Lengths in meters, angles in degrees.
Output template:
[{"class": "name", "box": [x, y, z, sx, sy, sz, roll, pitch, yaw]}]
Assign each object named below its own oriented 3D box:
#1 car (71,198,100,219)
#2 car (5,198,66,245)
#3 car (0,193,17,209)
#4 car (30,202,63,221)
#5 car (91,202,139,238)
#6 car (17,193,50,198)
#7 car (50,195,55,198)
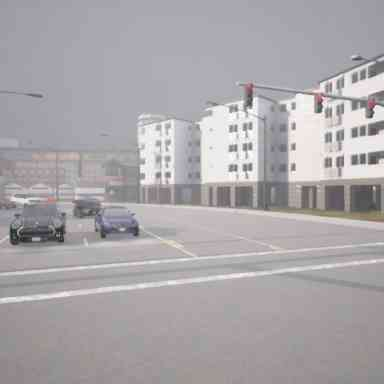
[{"class": "car", "box": [-8.878, 1.509, 28.606, 1.994, 1.385, 4.181, 0, 0, -31]}, {"class": "car", "box": [-7.061, 1.332, 15.622, 2.097, 1.767, 4.553, 0, 0, -19]}, {"class": "car", "box": [-23.762, 1.251, 40.304, 4.553, 1.767, 2.097, 0, 0, 35]}, {"class": "car", "box": [-12.082, 1.546, 27.417, 1.895, 1.301, 4.718, 0, 0, -32]}, {"class": "car", "box": [-4.130, 1.503, 17.819, 1.812, 1.442, 4.674, 0, 0, -22]}, {"class": "car", "box": [-21.018, 1.125, 42.594, 5.566, 2.045, 2.150, 0, 0, 36]}, {"class": "car", "box": [-23.531, 1.223, 52.352, 4.553, 1.767, 2.097, 0, 0, 25]}]
